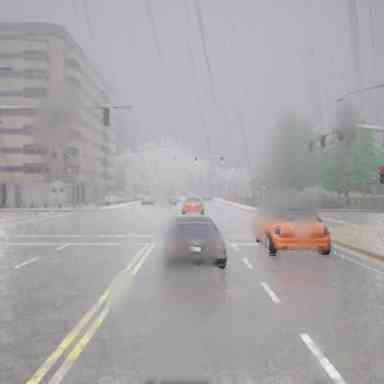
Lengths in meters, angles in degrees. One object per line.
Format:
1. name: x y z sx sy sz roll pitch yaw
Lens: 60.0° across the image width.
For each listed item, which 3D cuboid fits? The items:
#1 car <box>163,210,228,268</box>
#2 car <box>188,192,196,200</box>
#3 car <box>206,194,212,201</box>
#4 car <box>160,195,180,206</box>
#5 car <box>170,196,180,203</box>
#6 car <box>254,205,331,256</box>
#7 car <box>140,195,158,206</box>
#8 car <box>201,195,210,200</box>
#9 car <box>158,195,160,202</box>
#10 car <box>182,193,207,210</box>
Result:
1. car: 0.031 1.543 11.159 2.033 1.411 5.357 0 0 -2
2. car: 0.026 1.046 86.710 2.150 2.045 5.566 0 0 0
3. car: 3.524 1.318 78.254 2.097 1.767 4.553 0 0 0
4. car: -3.552 1.329 53.620 2.097 1.767 4.553 0 0 0
5. car: -3.479 1.495 69.099 1.812 1.442 4.674 0 0 0
6. car: 3.782 1.346 13.243 2.097 1.767 4.553 0 0 3
7. car: -7.049 1.503 53.426 1.812 1.442 4.674 0 0 0
8. car: 3.526 1.373 86.680 1.994 1.385 4.181 0 0 0
9. car: -6.979 1.448 68.949 1.882 1.535 5.008 0 0 0
10. car: 0.111 1.316 34.127 2.097 1.767 4.553 0 0 0
